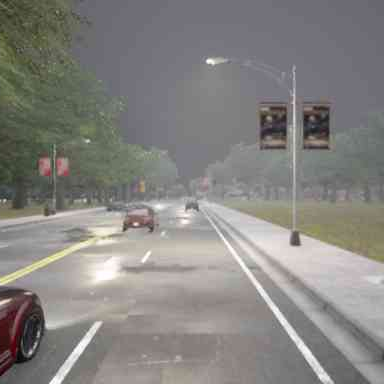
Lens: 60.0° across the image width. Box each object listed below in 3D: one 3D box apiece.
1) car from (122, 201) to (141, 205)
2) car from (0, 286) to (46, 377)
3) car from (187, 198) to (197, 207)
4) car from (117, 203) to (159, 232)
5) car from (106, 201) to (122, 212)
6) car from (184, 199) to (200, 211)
[{"bbox_3d":[-6.654,1.880,39.697,1.994,1.385,4.181,0,-1,0],"label":"car"},{"bbox_3d":[-3.155,1.589,3.267,1.994,1.385,4.181,0,0,0],"label":"car"},{"bbox_3d":[-0.036,2.024,64.680,1.882,1.535,5.008,0,-1,0],"label":"car"},{"bbox_3d":[-3.187,1.679,21.176,1.812,1.442,4.674,0,0,0],"label":"car"},{"bbox_3d":[-9.915,1.907,44.121,2.033,1.411,5.357,0,0,0],"label":"car"},{"bbox_3d":[0.015,1.873,46.283,1.837,1.490,4.892,0,-1,0],"label":"car"}]
